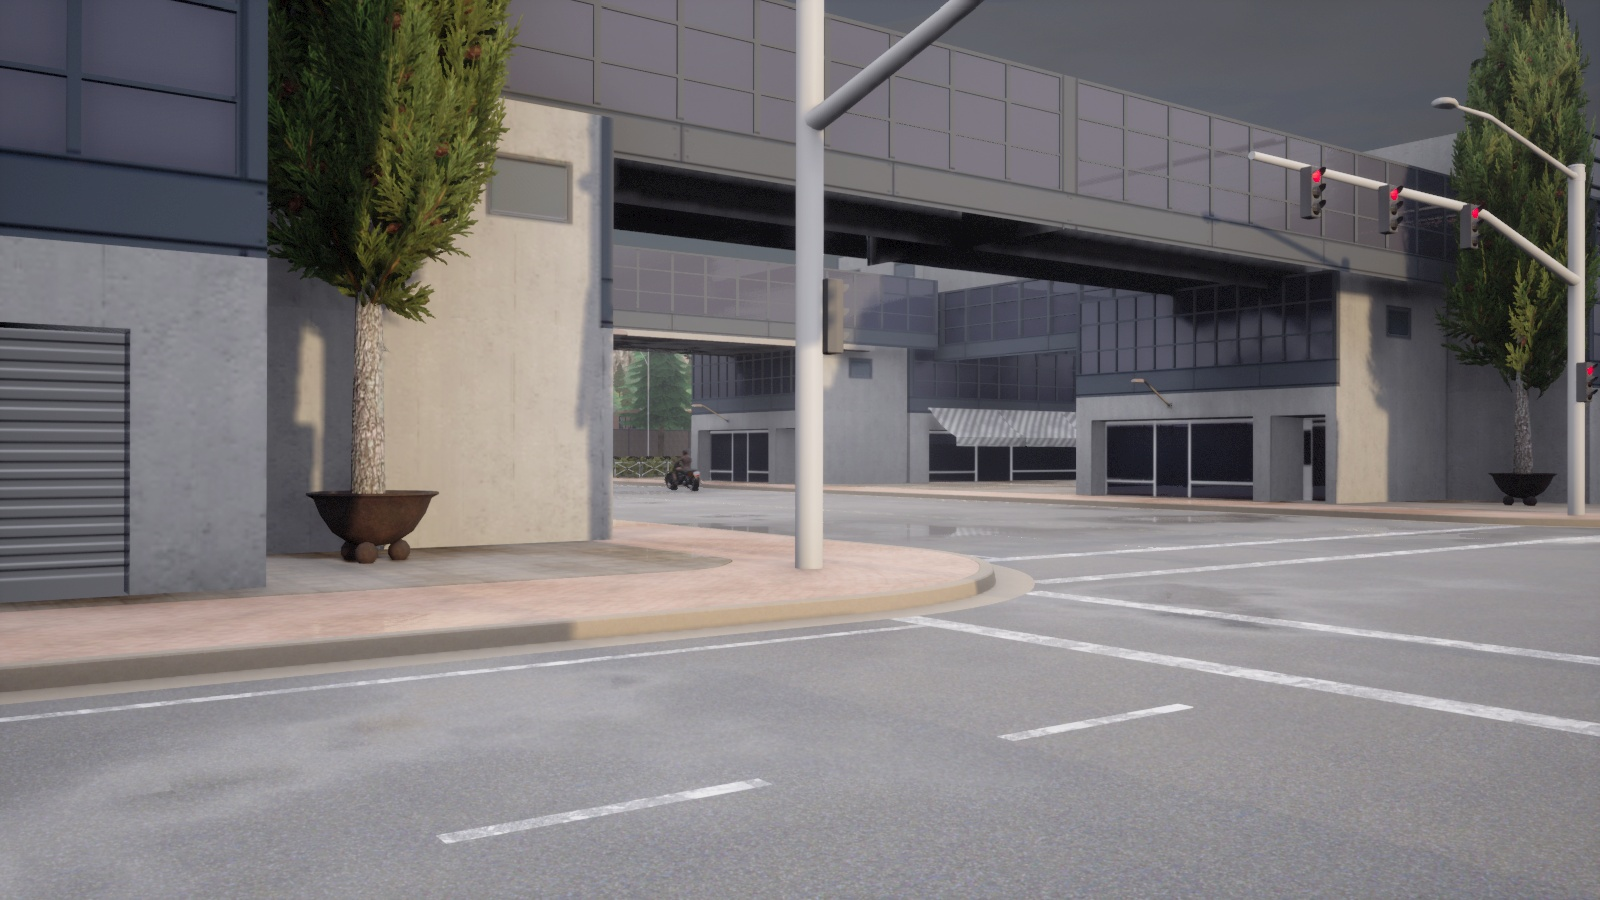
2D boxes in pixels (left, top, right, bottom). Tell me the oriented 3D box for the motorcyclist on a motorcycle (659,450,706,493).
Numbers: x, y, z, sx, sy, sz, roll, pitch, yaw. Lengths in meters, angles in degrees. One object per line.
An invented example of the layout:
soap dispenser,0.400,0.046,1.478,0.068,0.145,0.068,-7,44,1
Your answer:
motorcyclist on a motorcycle,-4.620,0.825,49.166,0.766,1.649,2.350,0,0,-36
